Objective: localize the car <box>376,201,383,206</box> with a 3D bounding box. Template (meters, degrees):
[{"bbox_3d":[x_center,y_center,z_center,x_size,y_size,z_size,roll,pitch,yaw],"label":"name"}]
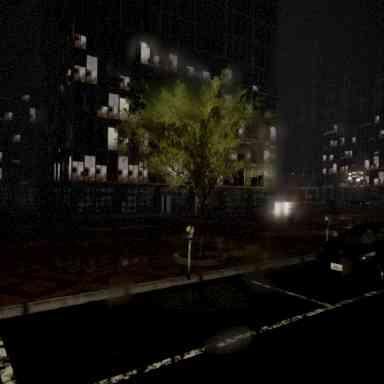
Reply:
[{"bbox_3d":[36.941,1.894,62.208,1.752,1.417,4.829,1,-1,-20],"label":"car"}]

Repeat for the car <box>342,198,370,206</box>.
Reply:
[{"bbox_3d":[29.609,1.768,59.317,2.008,1.369,4.403,1,-1,-20],"label":"car"}]

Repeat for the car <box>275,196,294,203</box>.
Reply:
[{"bbox_3d":[21.895,1.800,80.313,1.967,1.590,4.097,1,-1,-20],"label":"car"}]

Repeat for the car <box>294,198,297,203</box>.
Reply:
[{"bbox_3d":[27.350,2.129,88.303,1.802,1.307,4.206,1,-1,-20],"label":"car"}]

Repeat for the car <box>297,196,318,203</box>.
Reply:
[{"bbox_3d":[29.284,1.826,83.055,2.192,1.841,5.009,1,-1,-20],"label":"car"}]

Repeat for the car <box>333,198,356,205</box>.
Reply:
[{"bbox_3d":[33.140,1.990,72.550,2.008,1.369,4.403,1,-1,-20],"label":"car"}]

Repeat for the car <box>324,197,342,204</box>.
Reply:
[{"bbox_3d":[27.681,1.693,64.567,1.967,1.590,4.097,1,-1,-20],"label":"car"}]

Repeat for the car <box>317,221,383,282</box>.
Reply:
[{"bbox_3d":[5.565,1.575,9.832,4.313,1.339,1.947,0,1,-34],"label":"car"}]
